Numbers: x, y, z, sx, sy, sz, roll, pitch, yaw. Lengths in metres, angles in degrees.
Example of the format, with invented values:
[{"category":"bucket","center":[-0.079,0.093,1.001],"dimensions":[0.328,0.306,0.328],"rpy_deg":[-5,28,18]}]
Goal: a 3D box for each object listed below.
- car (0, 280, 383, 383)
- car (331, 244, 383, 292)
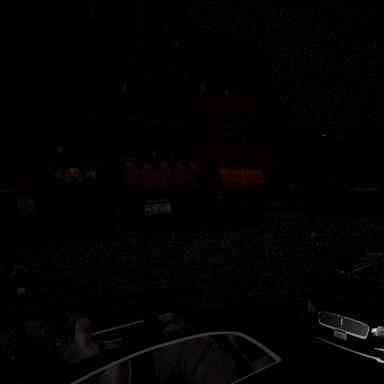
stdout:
[{"category":"car","center":[-0.805,1.550,2.261],"dimensions":[4.403,1.369,2.008],"rpy_deg":[0,-2,-36]},{"category":"car","center":[3.628,1.548,5.430],"dimensions":[4.403,1.369,2.008],"rpy_deg":[0,-2,-36]}]
